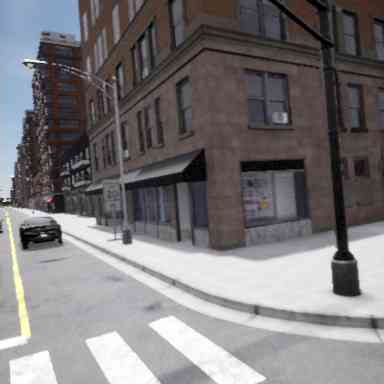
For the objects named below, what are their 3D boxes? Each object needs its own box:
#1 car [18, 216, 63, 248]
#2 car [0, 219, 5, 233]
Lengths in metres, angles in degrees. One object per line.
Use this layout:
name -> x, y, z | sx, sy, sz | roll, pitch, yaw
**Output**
car -> -8.512, 2.094, 18.596 | 1.882, 1.535, 5.008 | -4, 0, -29
car -> -17.302, 2.782, 28.537 | 1.837, 1.490, 4.892 | -5, 0, -29
